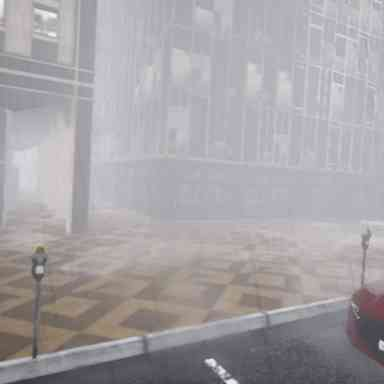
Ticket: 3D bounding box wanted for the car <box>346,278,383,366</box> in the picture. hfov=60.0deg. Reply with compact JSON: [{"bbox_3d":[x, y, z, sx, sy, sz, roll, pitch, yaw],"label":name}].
[{"bbox_3d":[4.164,1.521,4.691,4.507,1.381,1.887,1,3,-28],"label":"car"}]
